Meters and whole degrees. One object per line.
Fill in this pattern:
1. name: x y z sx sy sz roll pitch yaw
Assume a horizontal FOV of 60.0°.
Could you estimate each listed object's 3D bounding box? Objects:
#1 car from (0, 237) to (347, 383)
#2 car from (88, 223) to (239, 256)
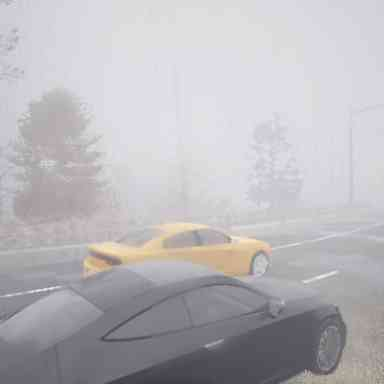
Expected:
1. car: -0.098 1.541 3.849 4.674 1.442 1.812 0 0 -37
2. car: -0.086 1.507 8.300 5.008 1.535 1.882 0 0 -38
